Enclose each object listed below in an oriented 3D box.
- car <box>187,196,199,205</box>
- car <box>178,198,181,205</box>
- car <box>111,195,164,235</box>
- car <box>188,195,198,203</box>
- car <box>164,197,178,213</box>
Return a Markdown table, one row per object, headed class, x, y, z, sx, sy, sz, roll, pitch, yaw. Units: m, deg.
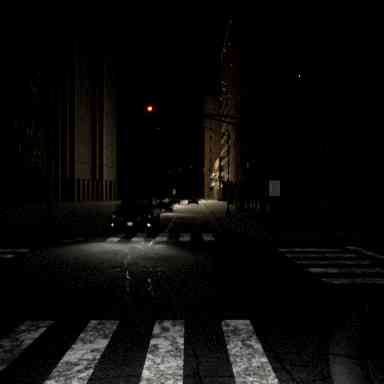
| class | x | y | z | sx | sy | sz | roll | pitch | yaw |
| --- | --- | --- | --- | --- | --- | --- | --- | --- | --- |
| car | 0.196 | 1.525 | 57.937 | 1.812 | 1.442 | 4.674 | 0 | 0 | 0 |
| car | -2.915 | 1.600 | 58.148 | 1.895 | 1.301 | 4.718 | 0 | 0 | 0 |
| car | -3.073 | 1.222 | 19.269 | 2.150 | 2.045 | 5.566 | 0 | 0 | 0 |
| car | 0.208 | 1.476 | 67.846 | 1.882 | 1.535 | 5.008 | 0 | 0 | 0 |
| car | -3.040 | 1.549 | 37.851 | 2.033 | 1.411 | 5.357 | 0 | 0 | 0 |
